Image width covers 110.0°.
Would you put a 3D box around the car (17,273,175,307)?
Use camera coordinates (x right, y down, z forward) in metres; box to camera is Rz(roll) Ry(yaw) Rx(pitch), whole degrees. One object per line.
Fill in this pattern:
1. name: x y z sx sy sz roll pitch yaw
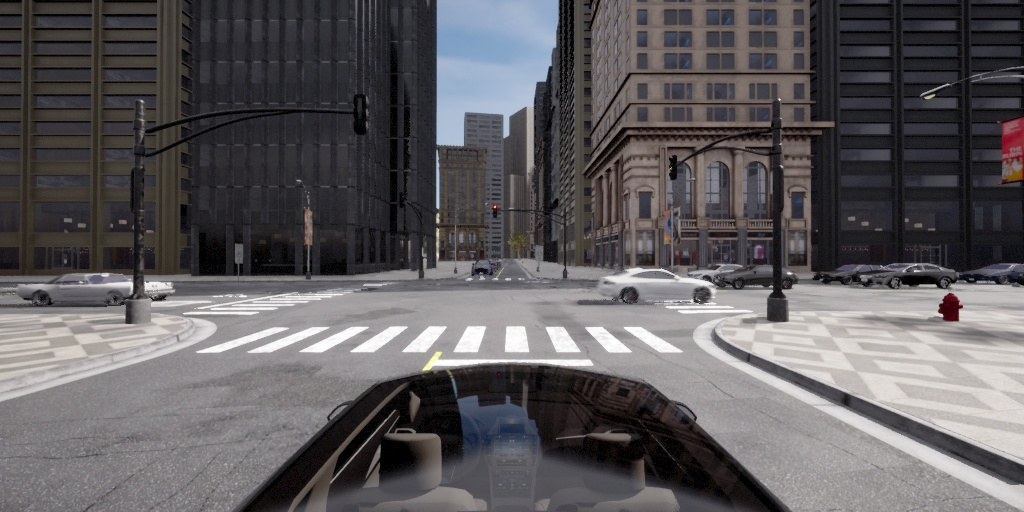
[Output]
1. car: -17.149 1.369 14.995 4.718 1.301 1.895 0 0 0

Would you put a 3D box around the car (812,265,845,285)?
1. car: 24.219 1.262 24.982 5.357 1.411 2.033 0 0 0

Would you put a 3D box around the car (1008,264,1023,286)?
1. car: 33.684 1.232 21.732 4.181 1.385 1.994 0 0 0

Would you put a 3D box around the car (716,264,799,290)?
1. car: 14.702 1.240 21.716 4.674 1.442 1.812 0 0 -1

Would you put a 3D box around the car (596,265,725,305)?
1. car: 5.930 1.215 15.016 4.674 1.442 1.812 0 0 0

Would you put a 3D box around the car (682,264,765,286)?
1. car: 14.637 1.264 24.977 4.674 1.442 1.812 0 0 0

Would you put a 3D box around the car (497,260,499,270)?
1. car: -3.058 1.378 46.399 1.994 1.385 4.181 0 0 0

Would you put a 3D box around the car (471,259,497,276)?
1. car: -3.048 1.146 37.627 2.097 1.767 4.553 0 0 0

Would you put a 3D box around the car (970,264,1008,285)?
1. car: 34.647 1.237 24.990 5.357 1.411 2.033 0 0 -1

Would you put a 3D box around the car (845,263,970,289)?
1. car: 23.812 1.183 21.730 4.902 1.511 2.128 0 0 0

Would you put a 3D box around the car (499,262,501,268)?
1. car: -3.054 1.401 55.430 1.994 1.385 4.181 0 0 0
